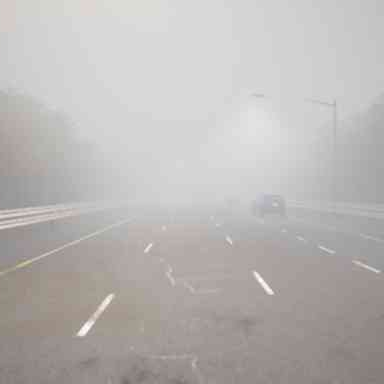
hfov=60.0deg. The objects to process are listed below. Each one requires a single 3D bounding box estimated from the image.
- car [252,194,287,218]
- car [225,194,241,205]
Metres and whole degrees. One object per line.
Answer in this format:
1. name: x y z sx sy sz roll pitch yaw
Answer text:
1. car: 6.999 1.231 30.522 2.150 2.045 5.566 0 0 0
2. car: 7.022 1.533 59.327 1.882 1.535 5.008 0 0 0
